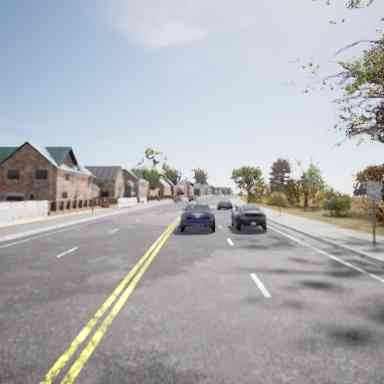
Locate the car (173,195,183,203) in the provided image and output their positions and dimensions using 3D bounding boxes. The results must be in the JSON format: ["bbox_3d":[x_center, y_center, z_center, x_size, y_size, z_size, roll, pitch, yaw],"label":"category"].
[{"bbox_3d":[-3.157,1.593,77.564,2.097,1.767,4.553,0,0,5],"label":"car"}]

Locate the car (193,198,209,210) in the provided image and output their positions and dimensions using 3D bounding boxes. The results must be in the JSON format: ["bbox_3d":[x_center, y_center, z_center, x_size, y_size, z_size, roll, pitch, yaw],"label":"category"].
[{"bbox_3d":[1.327,1.675,46.304,2.128,1.511,4.902,0,0,3],"label":"car"}]

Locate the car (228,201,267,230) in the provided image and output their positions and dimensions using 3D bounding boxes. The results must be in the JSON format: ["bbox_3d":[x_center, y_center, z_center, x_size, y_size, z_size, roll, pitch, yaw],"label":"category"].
[{"bbox_3d":[3.647,1.595,21.819,1.837,1.490,4.892,0,0,1],"label":"car"}]

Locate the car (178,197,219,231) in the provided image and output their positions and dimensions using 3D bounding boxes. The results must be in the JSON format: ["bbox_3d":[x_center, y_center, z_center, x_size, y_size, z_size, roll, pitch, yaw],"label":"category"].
[{"bbox_3d":[0.389,1.442,21.456,2.097,1.767,4.553,0,0,1],"label":"car"}]

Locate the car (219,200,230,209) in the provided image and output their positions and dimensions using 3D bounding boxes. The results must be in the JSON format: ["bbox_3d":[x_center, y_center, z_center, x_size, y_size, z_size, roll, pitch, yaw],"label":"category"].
[{"bbox_3d":[4.630,1.748,47.210,1.994,1.385,4.181,0,0,3],"label":"car"}]

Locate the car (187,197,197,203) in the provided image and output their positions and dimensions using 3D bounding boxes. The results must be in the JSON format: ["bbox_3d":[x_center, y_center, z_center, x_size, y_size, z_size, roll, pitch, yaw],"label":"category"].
[{"bbox_3d":[0.076,1.827,77.222,1.895,1.301,4.718,0,0,5],"label":"car"}]
